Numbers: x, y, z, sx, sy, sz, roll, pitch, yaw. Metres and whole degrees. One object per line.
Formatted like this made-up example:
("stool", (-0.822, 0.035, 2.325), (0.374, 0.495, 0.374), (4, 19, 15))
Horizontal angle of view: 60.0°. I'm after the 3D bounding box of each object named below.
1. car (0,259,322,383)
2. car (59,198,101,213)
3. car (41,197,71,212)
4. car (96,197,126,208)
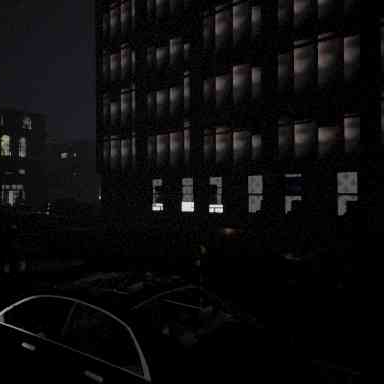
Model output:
("car", (-0.961, 1.551, 3.562), (4.403, 1.369, 2.008), (0, 0, 35))
("car", (-12.177, 1.683, 37.276), (1.802, 1.307, 4.206), (-1, -1, 36))
("car", (-16.374, 1.489, 41.397), (2.097, 1.767, 4.553), (0, -1, 37))
("car", (-12.395, 1.643, 51.182), (1.967, 1.590, 4.097), (-1, -1, 36))
